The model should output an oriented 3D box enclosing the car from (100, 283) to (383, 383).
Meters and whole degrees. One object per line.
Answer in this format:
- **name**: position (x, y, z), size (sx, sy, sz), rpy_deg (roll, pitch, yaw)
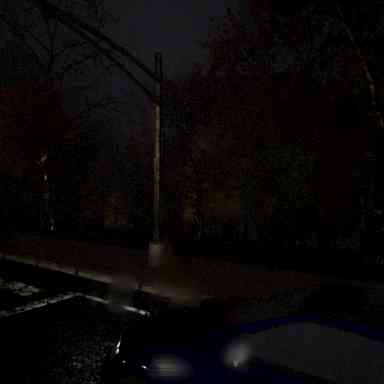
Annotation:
- **car**: position (1.135, 1.564, 2.873), size (4.181, 1.385, 1.994), rpy_deg (0, 0, 35)
